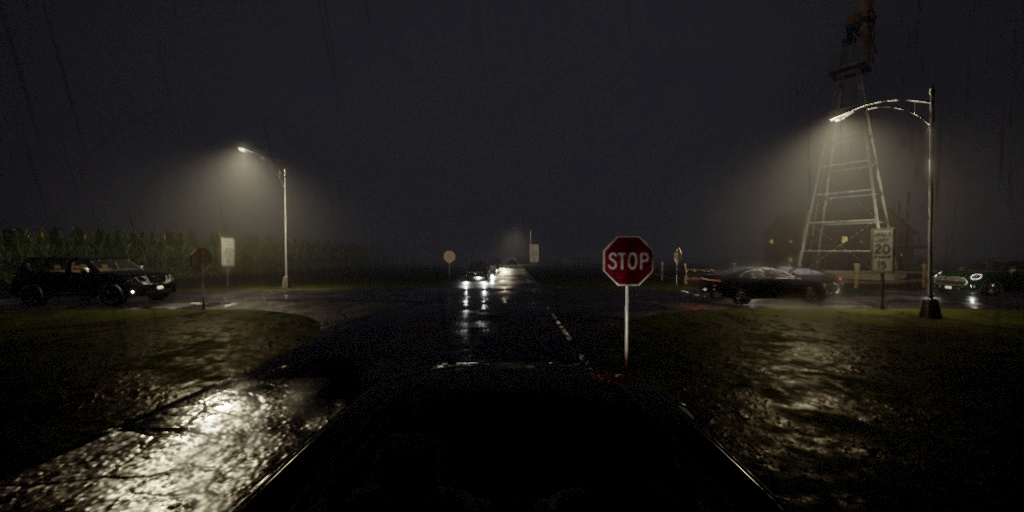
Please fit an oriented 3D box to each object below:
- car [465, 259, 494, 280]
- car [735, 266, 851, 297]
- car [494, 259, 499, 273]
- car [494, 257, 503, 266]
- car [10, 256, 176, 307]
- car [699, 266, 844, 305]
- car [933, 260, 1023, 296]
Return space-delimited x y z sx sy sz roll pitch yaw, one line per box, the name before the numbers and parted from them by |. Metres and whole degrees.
car | -2.887 1.207 31.237 1.837 1.490 4.892 0 0 2
car | 13.977 1.218 18.062 4.181 1.385 1.994 0 1 3
car | -2.835 1.283 41.018 1.895 1.301 4.718 0 0 0
car | -2.814 1.203 52.398 2.033 1.411 5.357 0 0 0
car | -18.105 1.030 15.652 5.566 2.045 2.150 0 1 0
car | 10.589 1.199 15.216 4.902 1.511 2.128 0 1 -1
car | 23.956 0.972 17.759 4.553 1.767 2.097 0 1 2
